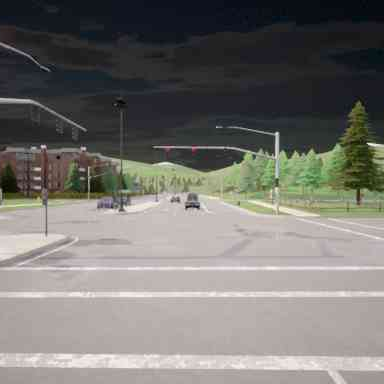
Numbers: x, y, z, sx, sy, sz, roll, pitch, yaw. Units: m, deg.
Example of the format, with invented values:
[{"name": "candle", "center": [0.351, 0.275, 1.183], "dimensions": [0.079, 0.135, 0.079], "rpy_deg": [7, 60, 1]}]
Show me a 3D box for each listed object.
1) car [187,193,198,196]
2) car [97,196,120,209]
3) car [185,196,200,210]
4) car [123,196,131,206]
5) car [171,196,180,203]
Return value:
[{"name": "car", "center": [0.097, 1.221, 68.969], "dimensions": [2.150, 2.045, 5.566], "rpy_deg": [0, 0, 0]}, {"name": "car", "center": [-11.490, 1.352, 45.661], "dimensions": [2.097, 1.767, 4.553], "rpy_deg": [0, 0, 1]}, {"name": "car", "center": [0.061, 1.601, 43.533], "dimensions": [1.895, 1.301, 4.718], "rpy_deg": [0, 0, 0]}, {"name": "car", "center": [-11.466, 1.505, 55.931], "dimensions": [1.837, 1.490, 4.892], "rpy_deg": [0, 0, 1]}, {"name": "car", "center": [-3.403, 1.491, 68.942], "dimensions": [2.128, 1.511, 4.902], "rpy_deg": [0, 0, 0]}]
